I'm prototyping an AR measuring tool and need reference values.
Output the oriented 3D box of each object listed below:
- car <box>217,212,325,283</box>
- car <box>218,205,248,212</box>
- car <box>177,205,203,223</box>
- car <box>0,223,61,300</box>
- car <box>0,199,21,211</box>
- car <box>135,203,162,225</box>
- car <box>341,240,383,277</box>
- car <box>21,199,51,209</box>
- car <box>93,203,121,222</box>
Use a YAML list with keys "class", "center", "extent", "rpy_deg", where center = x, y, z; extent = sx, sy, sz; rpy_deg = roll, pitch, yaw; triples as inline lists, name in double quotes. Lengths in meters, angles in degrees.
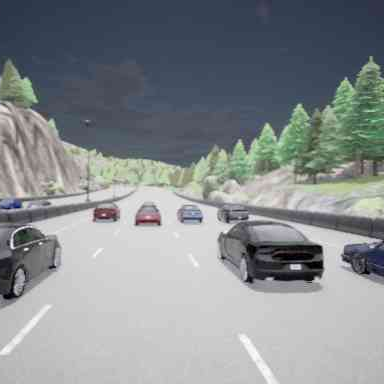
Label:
- class: "car"
  center: [2.090, 1.602, 10.142]
  extent: [1.882, 1.535, 5.008]
  rpy_deg: [1, -1, -7]
- class: "car"
  center: [3.392, 1.807, 28.076]
  extent: [2.128, 1.511, 4.902]
  rpy_deg: [1, -1, -7]
- class: "car"
  center: [-0.221, 1.829, 28.764]
  extent: [2.033, 1.411, 5.357]
  rpy_deg: [1, -1, -7]
- class: "car"
  center: [-4.742, 1.535, 8.357]
  extent: [1.837, 1.490, 4.892]
  rpy_deg: [1, -1, -7]
- class: "car"
  center: [-23.209, 1.635, 42.315]
  extent: [1.882, 1.535, 5.008]
  rpy_deg: [1, -1, -7]
- class: "car"
  center: [-3.382, 1.782, 25.818]
  extent: [1.994, 1.385, 4.181]
  rpy_deg: [1, -1, -7]
- class: "car"
  center: [5.876, 1.694, 8.050]
  extent: [2.033, 1.411, 5.357]
  rpy_deg: [1, -1, -7]
- class: "car"
  center: [-19.787, 1.697, 43.185]
  extent: [2.128, 1.511, 4.902]
  rpy_deg: [1, -1, -6]
- class: "car"
  center: [-7.266, 1.680, 28.707]
  extent: [1.882, 1.535, 5.008]
  rpy_deg: [1, -1, -7]
